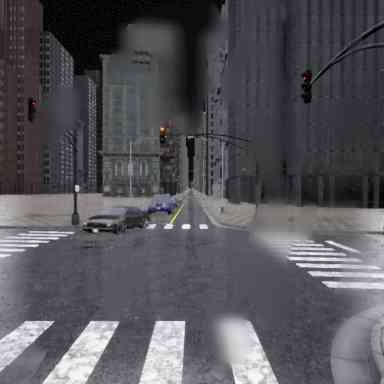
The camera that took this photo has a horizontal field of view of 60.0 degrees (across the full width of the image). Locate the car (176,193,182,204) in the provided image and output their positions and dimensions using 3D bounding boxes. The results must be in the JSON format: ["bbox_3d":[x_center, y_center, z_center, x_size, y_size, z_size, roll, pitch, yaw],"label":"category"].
[{"bbox_3d":[-3.038,1.410,63.815,2.097,1.767,4.553,0,0,0],"label":"car"}]

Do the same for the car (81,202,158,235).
[{"bbox_3d":[-4.089,1.543,19.158,2.033,1.411,5.357,1,0,16],"label":"car"}]

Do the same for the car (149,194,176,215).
[{"bbox_3d":[-3.119,1.226,34.255,2.150,2.045,5.566,0,-1,0],"label":"car"}]

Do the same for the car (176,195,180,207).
[{"bbox_3d":[-3.120,1.478,48.280,1.882,1.535,5.008,0,0,0],"label":"car"}]
